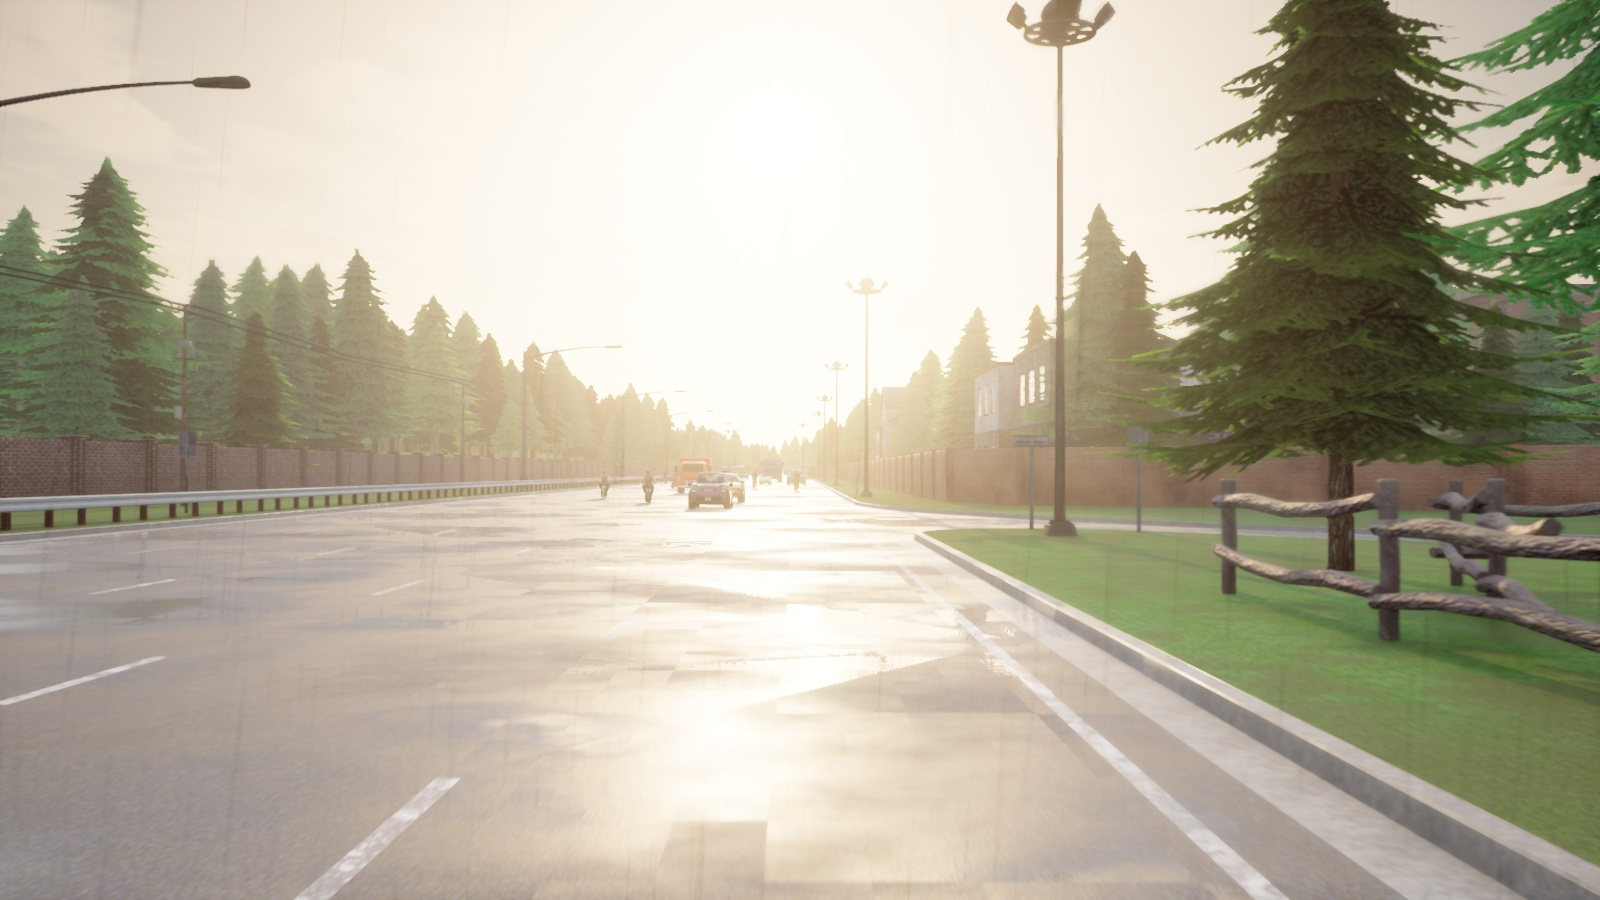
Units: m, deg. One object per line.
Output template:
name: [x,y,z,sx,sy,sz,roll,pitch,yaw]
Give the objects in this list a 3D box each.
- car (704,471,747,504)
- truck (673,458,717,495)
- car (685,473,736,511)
car: [-3.653,1.811,62.285,1.801,1.575,5.366,0,-1,0]
truck: [-7.215,1.812,86.879,2.627,2.467,5.204,0,-1,0]
car: [-3.626,1.705,51.475,1.845,1.501,3.633,0,-1,0]
